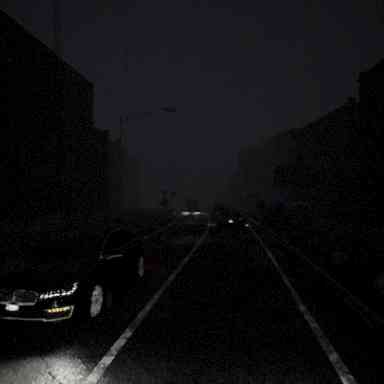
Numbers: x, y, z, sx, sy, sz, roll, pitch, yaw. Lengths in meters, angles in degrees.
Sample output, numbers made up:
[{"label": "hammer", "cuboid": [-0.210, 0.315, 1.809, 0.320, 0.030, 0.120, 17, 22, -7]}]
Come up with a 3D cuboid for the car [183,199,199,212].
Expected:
[{"label": "car", "cuboid": [-0.155, 2.086, 52.383, 2.150, 2.045, 5.566, 0, -2, -3]}]

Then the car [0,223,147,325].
[{"label": "car", "cuboid": [-2.361, 1.500, 7.354, 1.837, 1.490, 4.892, 1, -1, 7]}]

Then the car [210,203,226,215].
[{"label": "car", "cuboid": [3.347, 2.099, 40.993, 1.837, 1.490, 4.892, 1, -2, 0]}]

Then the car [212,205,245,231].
[{"label": "car", "cuboid": [2.647, 1.882, 23.274, 1.994, 1.385, 4.181, 1, -1, 5]}]
